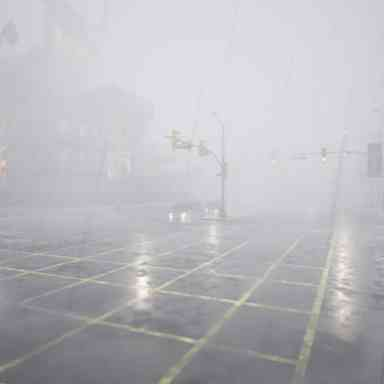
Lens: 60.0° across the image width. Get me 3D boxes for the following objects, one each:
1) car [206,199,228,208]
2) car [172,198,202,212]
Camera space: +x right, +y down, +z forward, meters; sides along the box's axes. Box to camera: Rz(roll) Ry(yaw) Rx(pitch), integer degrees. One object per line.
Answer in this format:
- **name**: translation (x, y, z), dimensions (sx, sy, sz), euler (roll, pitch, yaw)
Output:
- **car**: translation (3.652, 1.653, 48.764), dimensions (1.895, 1.301, 4.718), euler (0, 0, 25)
- **car**: translation (-0.546, 1.504, 39.452), dimensions (1.882, 1.535, 5.008), euler (0, 0, 26)
